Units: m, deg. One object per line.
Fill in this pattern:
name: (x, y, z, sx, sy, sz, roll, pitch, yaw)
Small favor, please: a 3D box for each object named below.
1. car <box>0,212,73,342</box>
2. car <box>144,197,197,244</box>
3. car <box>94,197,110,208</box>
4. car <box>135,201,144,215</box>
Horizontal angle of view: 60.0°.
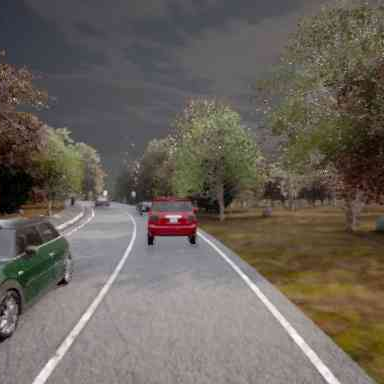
car: (-3.913, 1.365, 6.404, 2.097, 1.767, 4.553, 0, 0, -4)
car: (-1.099, 1.267, 16.337, 2.150, 2.045, 5.566, 1, 0, -7)
car: (-12.726, 1.497, 47.160, 1.812, 1.442, 4.674, 2, 0, -20)
car: (-4.761, 1.625, 34.627, 2.033, 1.411, 5.357, 1, 0, -15)
